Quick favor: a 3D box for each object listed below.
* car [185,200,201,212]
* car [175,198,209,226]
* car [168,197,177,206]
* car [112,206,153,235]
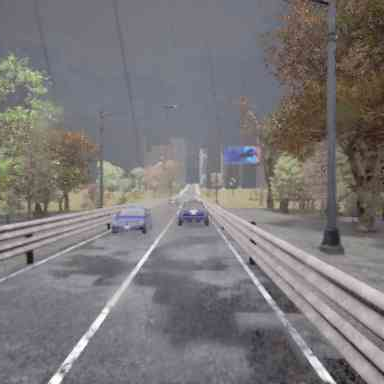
[{"bbox_3d":[0.091,1.724,42.696,1.994,1.385,4.181,0,0,0],"label":"car"},{"bbox_3d":[0.102,1.432,24.377,2.097,1.767,4.553,0,0,0],"label":"car"},{"bbox_3d":[-3.317,1.730,60.499,2.128,1.511,4.902,0,0,0],"label":"car"},{"bbox_3d":[-3.348,1.584,19.495,1.812,1.442,4.674,0,0,0],"label":"car"}]
